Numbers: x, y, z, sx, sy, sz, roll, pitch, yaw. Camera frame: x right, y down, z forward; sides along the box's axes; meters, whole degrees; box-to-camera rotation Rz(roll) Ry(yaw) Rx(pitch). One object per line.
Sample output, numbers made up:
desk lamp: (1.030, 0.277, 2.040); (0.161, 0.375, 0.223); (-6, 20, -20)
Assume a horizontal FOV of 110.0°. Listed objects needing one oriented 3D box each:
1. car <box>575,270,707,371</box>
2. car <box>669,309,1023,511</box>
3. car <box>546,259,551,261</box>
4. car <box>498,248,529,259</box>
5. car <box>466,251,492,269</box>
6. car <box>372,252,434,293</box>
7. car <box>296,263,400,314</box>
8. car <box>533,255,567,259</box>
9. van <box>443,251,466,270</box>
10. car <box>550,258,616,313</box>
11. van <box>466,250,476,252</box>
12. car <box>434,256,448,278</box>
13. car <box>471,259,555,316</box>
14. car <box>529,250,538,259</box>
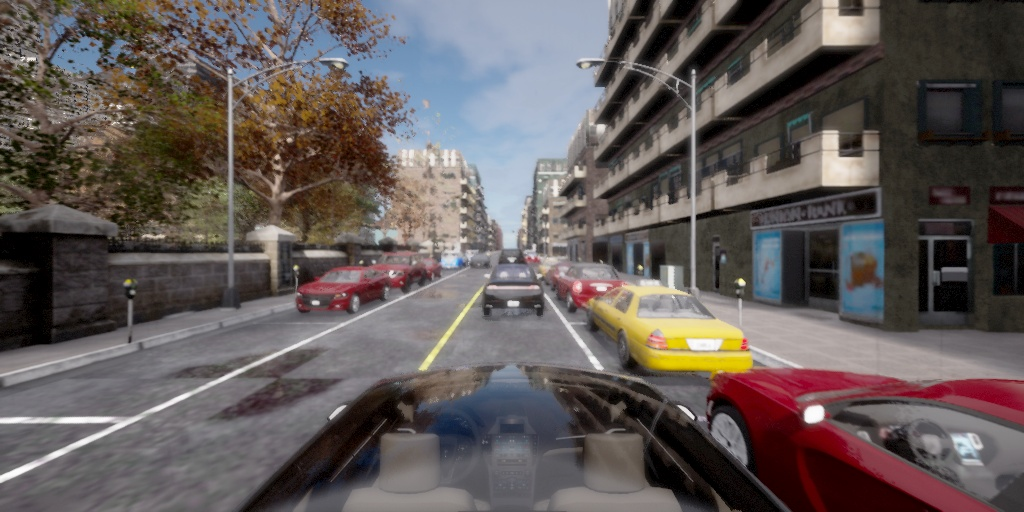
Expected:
car: (2.677, 1.161, 7.350); (1.751, 1.417, 4.829); (0, 0, 0)
car: (2.692, 1.295, 1.657); (1.888, 1.381, 4.507); (0, 0, 0)
car: (2.648, 0.990, 18.224); (1.802, 1.307, 4.207); (0, 0, 0)
car: (0.010, 0.398, 29.477); (2.150, 2.045, 5.566); (0, 1, 0)
car: (-3.191, 0.505, 36.866); (1.882, 1.535, 5.008); (0, 1, 0)
car: (-5.733, 0.727, 18.202); (2.192, 1.841, 5.009); (0, 0, 0)
car: (-5.718, 1.071, 12.680); (1.888, 1.381, 4.507); (0, 0, 0)
car: (2.633, 0.820, 23.916); (1.751, 1.417, 4.829); (0, 0, 0)
van: (-5.786, 0.412, 34.769); (1.690, 1.789, 3.998); (0, 0, 0)
car: (2.663, 0.962, 12.702); (1.967, 1.591, 4.097); (0, 0, 0)
van: (-5.788, 0.072, 51.337); (1.690, 1.789, 3.998); (0, 0, 0)
car: (-5.748, 0.844, 23.725); (1.888, 1.381, 4.507); (0, 0, 0)
car: (0.042, 1.027, 12.138); (2.128, 1.511, 4.902); (0, 1, 0)
car: (2.543, 0.280, 45.835); (1.967, 1.591, 4.097); (0, 0, 0)
